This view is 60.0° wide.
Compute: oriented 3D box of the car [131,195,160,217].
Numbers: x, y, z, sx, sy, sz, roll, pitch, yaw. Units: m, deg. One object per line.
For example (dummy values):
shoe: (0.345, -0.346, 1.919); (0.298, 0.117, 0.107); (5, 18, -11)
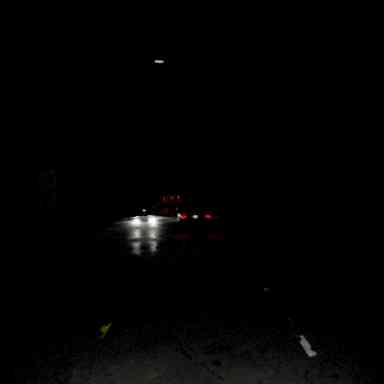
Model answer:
car: (-3.834, 1.150, 26.618); (1.994, 1.385, 4.181); (-2, 1, -8)

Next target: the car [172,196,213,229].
car: (0.064, 1.213, 18.853); (2.033, 1.411, 5.357); (-1, 1, -3)

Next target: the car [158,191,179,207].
car: (-2.645, 0.622, 37.160); (2.097, 1.767, 4.553); (-2, 2, -14)
